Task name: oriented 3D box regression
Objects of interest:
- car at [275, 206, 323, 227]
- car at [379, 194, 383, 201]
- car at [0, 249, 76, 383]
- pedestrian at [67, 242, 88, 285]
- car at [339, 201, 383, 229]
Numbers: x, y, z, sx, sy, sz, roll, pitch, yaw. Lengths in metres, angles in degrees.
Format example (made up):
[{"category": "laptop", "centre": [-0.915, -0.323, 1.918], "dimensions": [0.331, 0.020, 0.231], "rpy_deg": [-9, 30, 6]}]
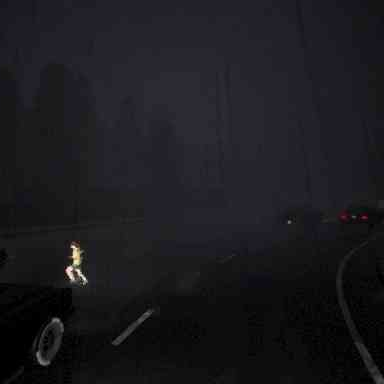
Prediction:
[{"category": "car", "centre": [7.501, 1.601, 22.862], "dimensions": [1.895, 1.301, 4.718], "rpy_deg": [0, 0, 37]}, {"category": "car", "centre": [20.969, 1.223, 34.804], "dimensions": [2.150, 2.045, 5.566], "rpy_deg": [0, -1, 37]}, {"category": "car", "centre": [-2.929, 1.601, 2.915], "dimensions": [1.895, 1.301, 4.718], "rpy_deg": [0, 0, 8]}, {"category": "pedestrian", "centre": [-2.777, 1.674, 8.057], "dimensions": [0.500, 1.100, 0.500], "rpy_deg": [0, 0, 18]}, {"category": "car", "centre": [11.241, 1.547, 22.024], "dimensions": [2.033, 1.411, 5.357], "rpy_deg": [0, 0, 37]}]
